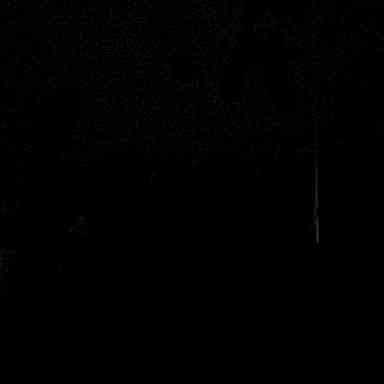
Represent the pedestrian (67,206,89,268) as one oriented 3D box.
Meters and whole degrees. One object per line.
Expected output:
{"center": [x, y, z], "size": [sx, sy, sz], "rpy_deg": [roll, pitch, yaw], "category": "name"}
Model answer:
{"center": [-3.256, 1.270, 9.615], "size": [0.375, 1.860, 0.375], "rpy_deg": [-2, -2, 40], "category": "pedestrian"}
